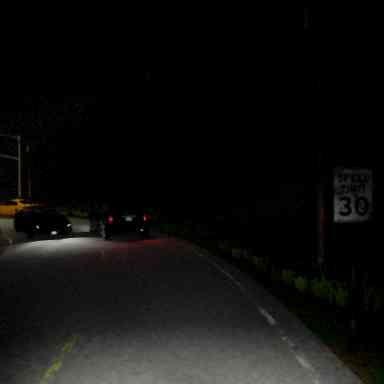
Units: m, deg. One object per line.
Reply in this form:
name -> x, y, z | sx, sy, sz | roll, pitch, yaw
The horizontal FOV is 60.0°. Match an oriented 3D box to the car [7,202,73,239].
car -> -7.842, 1.449, 17.175 | 2.033, 1.411, 5.357 | 0, 0, -37

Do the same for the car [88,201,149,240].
car -> -3.846, 1.253, 16.883 | 2.097, 1.767, 4.553 | 0, 0, -28

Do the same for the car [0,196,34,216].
car -> -14.108, 1.324, 26.915 | 5.008, 1.535, 1.882 | 0, 0, 31
